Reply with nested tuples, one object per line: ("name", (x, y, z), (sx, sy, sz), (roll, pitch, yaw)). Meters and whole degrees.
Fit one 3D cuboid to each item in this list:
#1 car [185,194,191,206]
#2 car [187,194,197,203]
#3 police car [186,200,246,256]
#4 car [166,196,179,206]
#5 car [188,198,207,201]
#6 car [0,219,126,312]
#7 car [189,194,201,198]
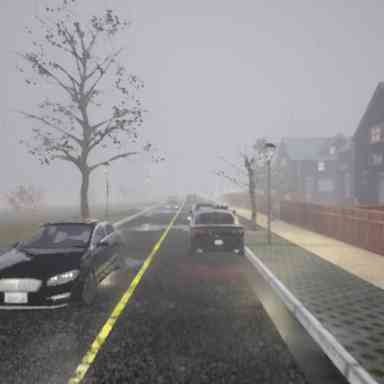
("car", (0.016, 1.034, 48.516), (2.097, 1.767, 4.553), (0, 1, 0))
("car", (0.008, 1.134, 60.614), (1.812, 1.442, 4.674), (0, 0, 0))
("police car", (0.827, 1.335, 12.894), (1.930, 1.638, 5.238), (0, 0, 0))
("car", (-2.827, 1.223, 49.192), (2.033, 1.411, 5.357), (0, 0, 0))
("car", (0.828, 1.370, 22.785), (1.812, 1.442, 4.674), (0, 0, 0))
("car", (-2.849, 1.436, 7.845), (2.128, 1.511, 4.902), (0, 0, 0))
("car", (0.829, 1.259, 28.974), (1.801, 1.575, 5.366), (0, 0, 0))
